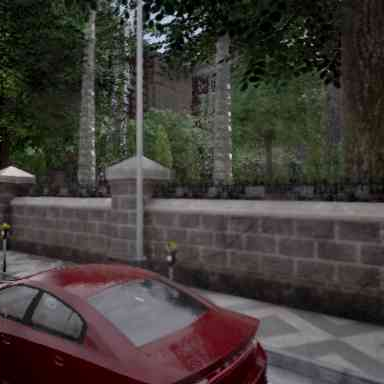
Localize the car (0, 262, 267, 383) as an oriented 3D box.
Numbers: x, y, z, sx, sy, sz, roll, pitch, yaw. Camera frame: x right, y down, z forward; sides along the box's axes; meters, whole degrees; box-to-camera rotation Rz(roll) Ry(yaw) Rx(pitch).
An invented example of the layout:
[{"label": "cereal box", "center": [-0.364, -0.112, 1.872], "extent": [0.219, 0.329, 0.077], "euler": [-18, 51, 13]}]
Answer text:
[{"label": "car", "center": [-1.391, 1.544, 3.957], "extent": [4.507, 1.381, 1.887], "euler": [0, 0, 36]}]
